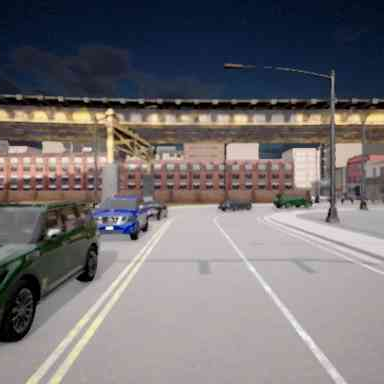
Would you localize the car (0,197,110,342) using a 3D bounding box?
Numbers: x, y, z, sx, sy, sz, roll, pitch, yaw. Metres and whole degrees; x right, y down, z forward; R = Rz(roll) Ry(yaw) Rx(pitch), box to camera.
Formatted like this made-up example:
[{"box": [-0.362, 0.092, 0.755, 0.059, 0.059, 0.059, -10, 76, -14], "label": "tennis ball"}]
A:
[{"box": [-3.577, 1.220, 6.836, 2.150, 2.045, 5.566, 0, 0, 1], "label": "car"}]

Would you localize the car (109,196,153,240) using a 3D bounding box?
[{"box": [-3.577, 1.217, 17.240, 2.150, 2.045, 5.566, 0, 0, 0], "label": "car"}]

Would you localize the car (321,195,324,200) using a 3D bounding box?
[{"box": [33.883, 1.274, 85.361, 1.853, 1.218, 4.536, 0, 0, -34], "label": "car"}]

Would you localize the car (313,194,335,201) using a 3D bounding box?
[{"box": [33.854, 1.432, 85.404, 2.038, 1.542, 4.974, 0, 0, -34], "label": "car"}]

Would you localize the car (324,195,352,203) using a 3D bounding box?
[{"box": [29.373, 1.436, 65.806, 2.038, 1.542, 4.974, 0, 0, -29], "label": "car"}]

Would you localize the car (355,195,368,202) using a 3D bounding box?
[{"box": [32.436, 1.279, 63.683, 1.853, 1.218, 4.536, 0, 0, 31], "label": "car"}]

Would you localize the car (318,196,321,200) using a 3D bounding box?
[{"box": [29.846, 1.432, 84.665, 4.974, 1.542, 2.038, 0, 0, -39], "label": "car"}]

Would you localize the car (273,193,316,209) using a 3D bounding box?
[{"box": [13.719, 1.212, 45.366, 5.566, 2.045, 2.150, 0, 0, -24], "label": "car"}]

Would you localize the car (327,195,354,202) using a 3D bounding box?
[{"box": [29.348, 1.279, 65.852, 1.853, 1.218, 4.536, 0, 0, -29], "label": "car"}]

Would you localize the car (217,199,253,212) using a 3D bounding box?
[{"box": [5.112, 1.538, 39.022, 2.033, 1.411, 5.357, 0, 0, 39], "label": "car"}]

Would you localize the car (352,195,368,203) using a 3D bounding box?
[{"box": [32.410, 1.437, 63.638, 2.038, 1.542, 4.974, 0, 0, 31], "label": "car"}]

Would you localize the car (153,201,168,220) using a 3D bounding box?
[{"box": [-3.219, 1.485, 27.694, 2.128, 1.511, 4.902, 0, 0, 6], "label": "car"}]
